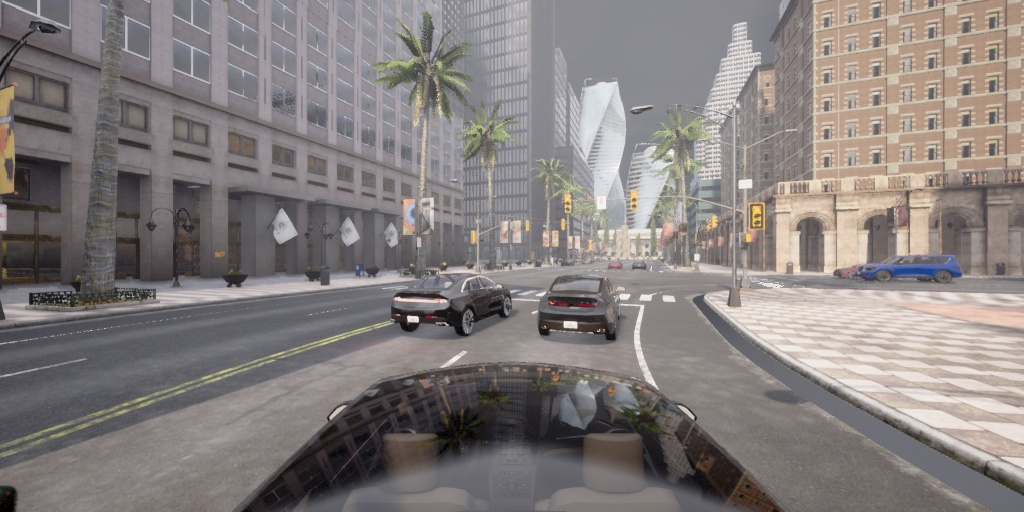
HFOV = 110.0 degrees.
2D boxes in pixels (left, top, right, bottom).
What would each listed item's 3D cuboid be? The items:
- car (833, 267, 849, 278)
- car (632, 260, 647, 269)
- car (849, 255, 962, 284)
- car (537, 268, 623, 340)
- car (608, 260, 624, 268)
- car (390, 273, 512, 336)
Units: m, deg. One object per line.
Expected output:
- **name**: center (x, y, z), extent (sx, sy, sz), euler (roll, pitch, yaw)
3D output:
- **car**: center (30.394, 1.313, 30.759), extent (4.181, 1.385, 1.994), euler (0, 0, 21)
- **car**: center (19.619, 1.313, 55.162), extent (1.994, 1.385, 4.181), euler (0, 0, 22)
- **car**: center (29.872, 0.966, 27.203), extent (5.566, 2.045, 2.150), euler (-1, 0, 21)
- **car**: center (2.042, 1.255, 10.123), extent (1.837, 1.490, 4.892), euler (0, 0, 18)
- **car**: center (16.391, 1.314, 56.510), extent (1.994, 1.385, 4.181), euler (0, 0, 22)
- **car**: center (-1.482, 1.242, 10.541), extent (2.128, 1.511, 4.902), euler (0, 0, 19)
